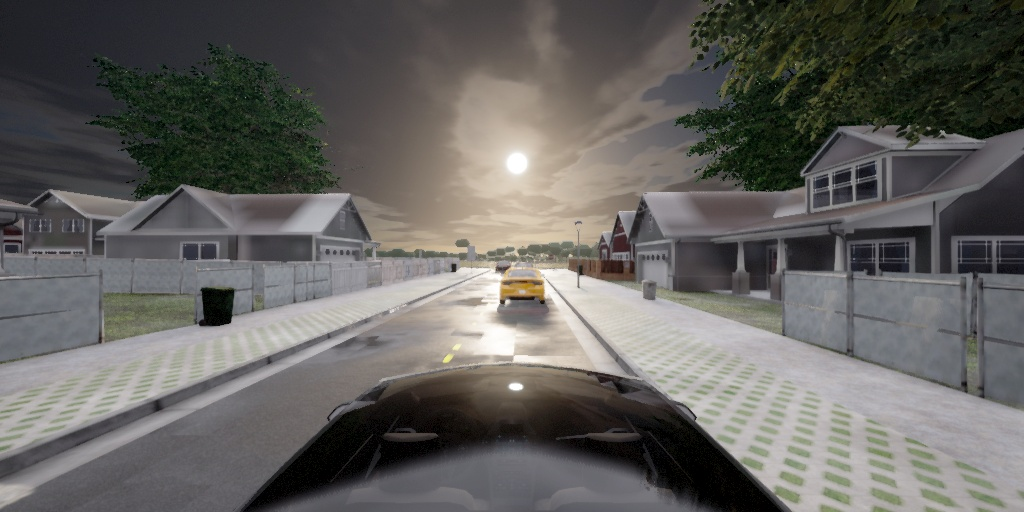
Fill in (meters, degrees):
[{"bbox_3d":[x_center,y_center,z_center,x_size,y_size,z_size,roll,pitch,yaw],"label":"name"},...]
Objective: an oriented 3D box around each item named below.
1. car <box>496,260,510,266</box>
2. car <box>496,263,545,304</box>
[{"bbox_3d":[-1.090,1.317,47.484,1.882,1.535,5.008,0,0,2],"label":"car"},{"bbox_3d":[0.490,1.243,16.400,1.882,1.535,5.008,0,0,2],"label":"car"}]
